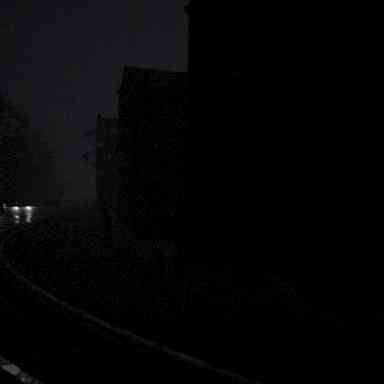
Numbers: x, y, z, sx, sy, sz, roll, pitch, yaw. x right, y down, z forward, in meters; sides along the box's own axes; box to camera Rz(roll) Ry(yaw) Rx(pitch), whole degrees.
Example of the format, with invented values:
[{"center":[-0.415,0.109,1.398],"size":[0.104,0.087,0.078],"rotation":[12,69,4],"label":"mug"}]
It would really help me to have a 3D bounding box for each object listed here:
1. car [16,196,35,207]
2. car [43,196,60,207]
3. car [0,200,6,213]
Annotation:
[{"center":[-24.222,1.320,48.546],"size":[1.837,1.490,4.892],"rotation":[1,0,-14],"label":"car"},{"center":[-21.156,1.339,50.196],"size":[1.882,1.535,5.008],"rotation":[1,0,-15],"label":"car"},{"center":[-20.038,1.427,32.982],"size":[1.882,1.535,5.008],"rotation":[1,0,-16],"label":"car"}]
